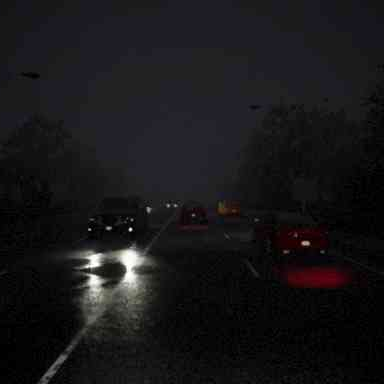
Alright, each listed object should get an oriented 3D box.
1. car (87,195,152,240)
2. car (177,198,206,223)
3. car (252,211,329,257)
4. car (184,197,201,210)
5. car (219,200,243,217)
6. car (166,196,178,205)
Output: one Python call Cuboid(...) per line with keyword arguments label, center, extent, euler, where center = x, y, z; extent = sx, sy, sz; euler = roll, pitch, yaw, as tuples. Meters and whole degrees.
Cuboid(label="car", center=(-3.604, 1.209, 17.167), extent=(2.150, 2.045, 5.566), euler=(0, 0, 0))
Cuboid(label="car", center=(0.094, 1.458, 25.727), extent=(1.882, 1.535, 5.008), euler=(0, 0, 0))
Cuboid(label="car", center=(3.596, 1.467, 12.979), extent=(1.882, 1.535, 5.008), euler=(0, 0, 0))
Cuboid(label="car", center=(0.093, 1.459, 43.004), extent=(2.128, 1.511, 4.902), euler=(0, 0, 0))
Cuboid(label="car", center=(3.595, 1.454, 31.157), extent=(1.882, 1.535, 5.008), euler=(0, 0, 0))
Cuboid(label="car", center=(-3.542, 1.502, 60.060), extent=(2.033, 1.411, 5.357), euler=(0, 0, 1))
